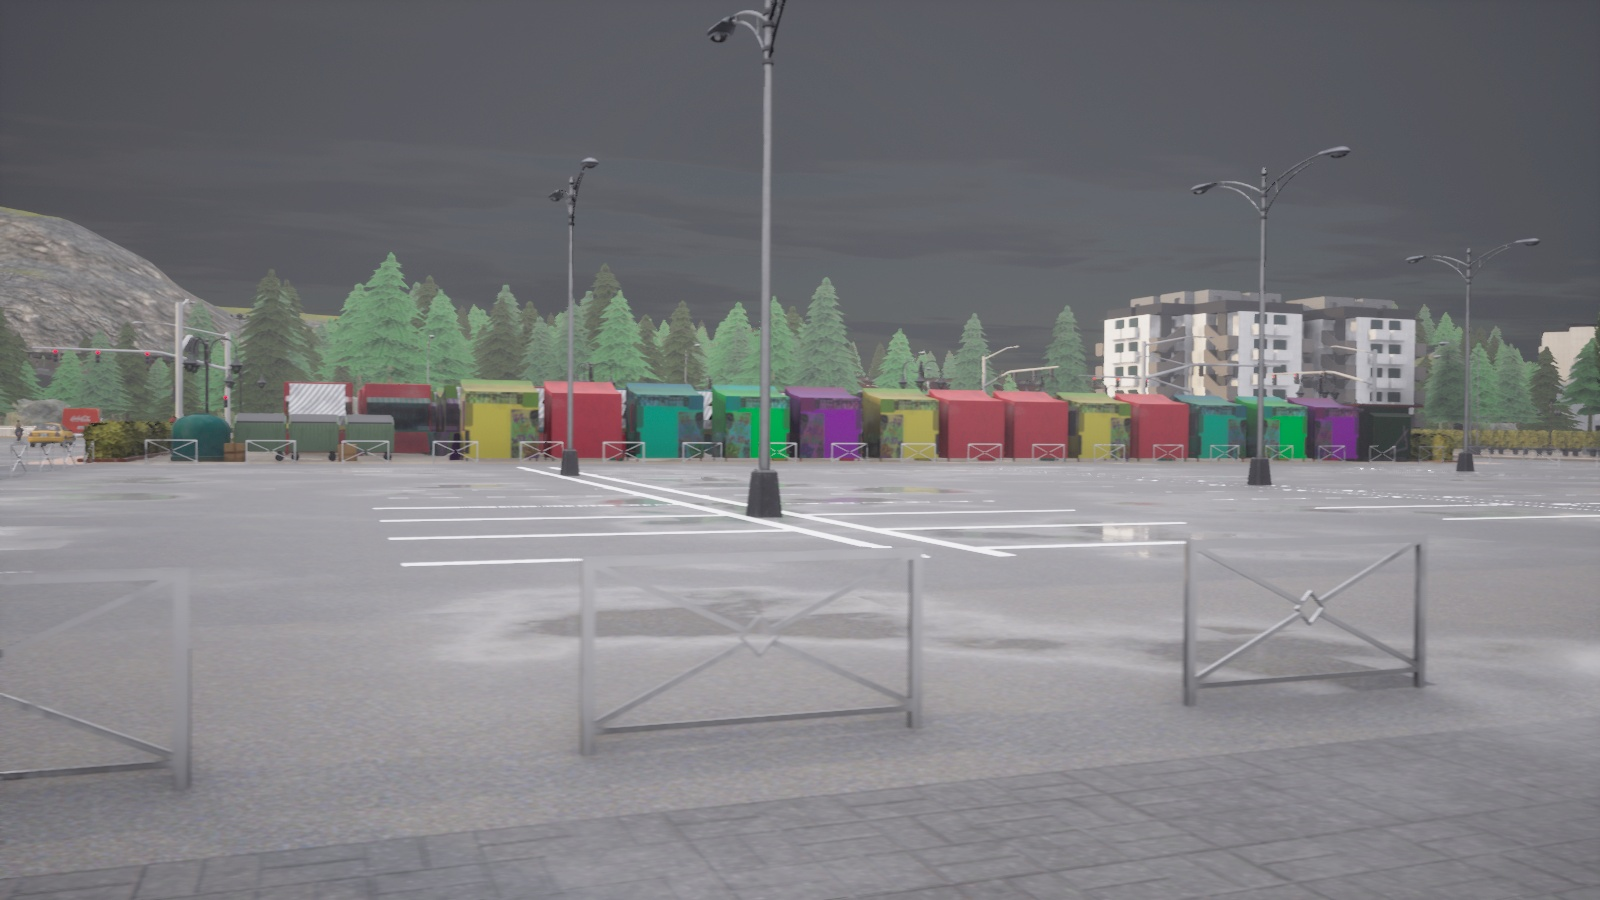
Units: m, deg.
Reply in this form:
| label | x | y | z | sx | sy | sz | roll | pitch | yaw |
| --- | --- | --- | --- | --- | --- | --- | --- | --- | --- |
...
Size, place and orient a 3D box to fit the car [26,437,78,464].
| label | x | y | z | sx | sy | sz | roll | pitch | yaw |
| --- | --- | --- | --- | --- | --- | --- | --- | --- | --- |
| car | -45.521 | -0.005 | 76.481 | 1.801 | 1.575 | 5.366 | -1 | 1 | -21 |
